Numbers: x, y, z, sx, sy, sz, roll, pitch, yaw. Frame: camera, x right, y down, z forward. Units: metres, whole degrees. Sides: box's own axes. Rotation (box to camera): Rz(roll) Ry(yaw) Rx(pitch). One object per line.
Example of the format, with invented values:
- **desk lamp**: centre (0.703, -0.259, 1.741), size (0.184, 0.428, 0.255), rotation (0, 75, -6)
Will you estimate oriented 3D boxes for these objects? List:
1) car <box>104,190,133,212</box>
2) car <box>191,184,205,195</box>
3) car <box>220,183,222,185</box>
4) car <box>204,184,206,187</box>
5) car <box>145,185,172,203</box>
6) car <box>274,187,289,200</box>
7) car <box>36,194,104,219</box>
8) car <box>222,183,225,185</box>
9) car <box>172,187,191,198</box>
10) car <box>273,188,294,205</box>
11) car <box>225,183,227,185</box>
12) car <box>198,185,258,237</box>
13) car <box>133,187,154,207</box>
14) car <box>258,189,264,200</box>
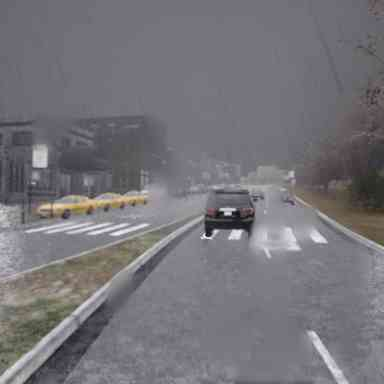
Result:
- **car**: centre (-7.305, 0.783, 28.680), size (1.946, 1.575, 5.366), rotation (0, 2, 13)
- **car**: centre (0.386, -0.208, 61.237), size (2.231, 1.521, 4.892), rotation (0, 2, 13)
- **car**: centre (5.390, -0.860, 82.428), size (1.946, 1.575, 5.366), rotation (0, 2, 13)
- **car**: centre (1.645, -0.624, 66.571), size (2.435, 2.045, 5.566), rotation (0, 2, 13)
- **car**: centre (-4.700, 0.198, 39.698), size (2.435, 2.045, 5.566), rotation (0, 2, 13)
- **car**: centre (12.432, 0.155, 46.567), size (1.882, 1.535, 5.008), rotation (0, 2, 14)
- **car**: centre (-8.584, 0.950, 23.310), size (1.946, 1.575, 5.366), rotation (0, 2, 13)
- **car**: centre (6.708, -1.153, 88.010), size (2.185, 1.767, 4.553), rotation (0, 2, 13)
- **car**: centre (-2.165, 0.150, 50.453), size (2.163, 1.488, 4.792), rotation (0, 2, 13)
- **car**: centre (9.527, 0.597, 34.488), size (2.033, 1.411, 5.357), rotation (0, 2, 13)
- **car**: centre (7.929, -1.189, 93.177), size (1.946, 1.575, 5.366), rotation (0, 2, 13)
- **car**: centre (1.939, 0.867, 15.974), size (2.150, 2.045, 5.566), rotation (0, 2, 11)
- **car**: centre (-6.036, 0.619, 34.055), size (1.946, 1.575, 5.366), rotation (0, 2, 13)
- **car**: centre (8.800, 0.309, 45.348), size (1.994, 1.385, 4.181), rotation (0, 2, 14)
